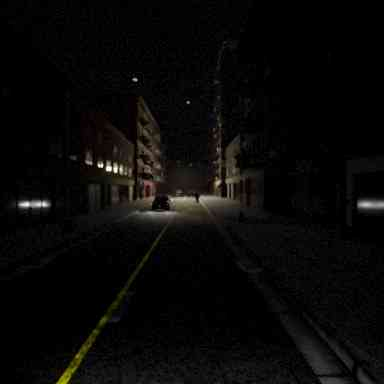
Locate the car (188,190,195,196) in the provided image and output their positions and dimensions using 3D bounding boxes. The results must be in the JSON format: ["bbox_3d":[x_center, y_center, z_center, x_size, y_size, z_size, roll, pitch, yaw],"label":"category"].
[{"bbox_3d":[-0.111,0.289,87.491,1.882,1.535,5.008,0,1,0],"label":"car"}]

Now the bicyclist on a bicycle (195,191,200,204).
[{"bbox_3d":[0.769,0.978,44.818,0.582,1.620,1.656,0,0,0],"label":"bicyclist on a bicycle"}]

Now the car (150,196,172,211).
[{"bbox_3d":[-3.139,1.163,34.380,1.837,1.490,4.892,0,0,0],"label":"car"}]

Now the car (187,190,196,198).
[{"bbox_3d":[-0.097,0.576,76.233,1.812,1.442,4.674,0,1,0],"label":"car"}]

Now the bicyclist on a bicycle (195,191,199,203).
[{"bbox_3d":[0.756,0.777,53.915,0.659,1.776,1.843,0,1,0],"label":"bicyclist on a bicycle"}]

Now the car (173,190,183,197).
[{"bbox_3d":[-3.095,0.380,74.934,2.128,1.511,4.902,0,1,0],"label":"car"}]
